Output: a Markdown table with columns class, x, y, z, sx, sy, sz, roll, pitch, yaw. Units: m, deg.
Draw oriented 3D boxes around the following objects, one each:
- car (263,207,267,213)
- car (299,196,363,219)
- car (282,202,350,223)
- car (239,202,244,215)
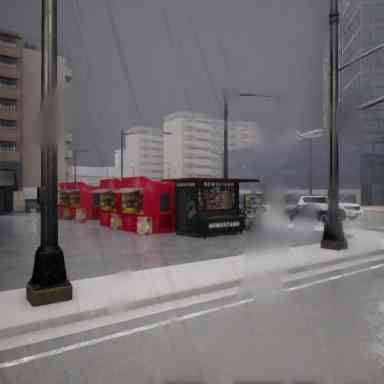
| class | x | y | z | sx | sy | sz | roll | pitch | yaw |
| --- | --- | --- | --- | --- | --- | --- | --- | --- | --- |
| car | 5.982 | 1.789 | 37.722 | 2.033 | 1.411 | 5.357 | 0 | -1 | -36 |
| car | 12.004 | 1.339 | 29.432 | 2.150 | 2.045 | 5.566 | 0 | -1 | -36 |
| car | 9.675 | 1.707 | 26.702 | 1.895 | 1.301 | 4.718 | 0 | -1 | -37 |
| car | 3.992 | 1.769 | 34.499 | 2.033 | 1.411 | 5.357 | 0 | -1 | -37 |
